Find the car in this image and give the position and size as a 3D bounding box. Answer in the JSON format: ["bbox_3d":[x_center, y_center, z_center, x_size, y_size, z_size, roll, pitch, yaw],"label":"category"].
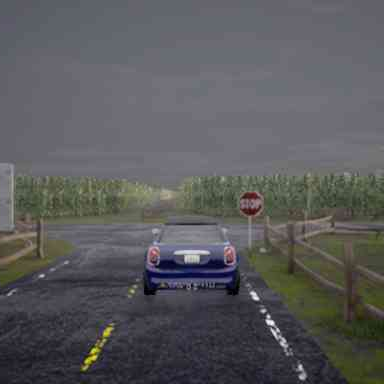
[{"bbox_3d":[-0.054,1.410,8.983,2.097,1.767,4.553,0,0,-1],"label":"car"}]
